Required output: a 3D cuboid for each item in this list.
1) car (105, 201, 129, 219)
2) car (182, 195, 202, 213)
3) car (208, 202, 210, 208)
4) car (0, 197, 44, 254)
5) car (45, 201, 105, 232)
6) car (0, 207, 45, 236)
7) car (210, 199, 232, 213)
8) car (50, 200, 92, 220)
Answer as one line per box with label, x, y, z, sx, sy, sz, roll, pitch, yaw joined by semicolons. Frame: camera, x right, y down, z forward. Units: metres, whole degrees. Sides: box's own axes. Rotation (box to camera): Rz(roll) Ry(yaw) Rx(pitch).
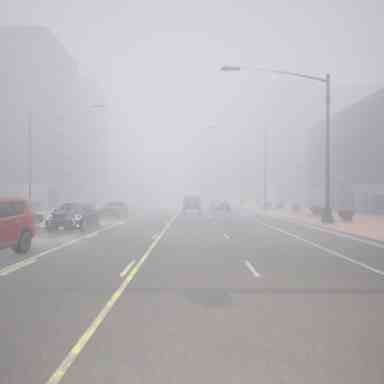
car;-7.061;1.570;30.194;1.882;1.535;5.008;0;0;0
car;-0.009;1.376;38.630;2.150;2.045;5.566;0;0;0
car;3.488;1.773;49.017;2.033;1.411;5.357;0;0;0
car;-7.072;1.211;10.510;2.150;2.045;5.566;0;0;0
car;-7.062;1.379;20.151;2.097;1.767;4.553;0;0;-1
car;-10.567;1.621;19.412;1.895;1.301;4.718;0;0;0
car;3.490;1.686;39.015;1.812;1.442;4.674;0;0;0
car;-10.558;1.562;29.556;1.882;1.535;5.008;0;0;0
